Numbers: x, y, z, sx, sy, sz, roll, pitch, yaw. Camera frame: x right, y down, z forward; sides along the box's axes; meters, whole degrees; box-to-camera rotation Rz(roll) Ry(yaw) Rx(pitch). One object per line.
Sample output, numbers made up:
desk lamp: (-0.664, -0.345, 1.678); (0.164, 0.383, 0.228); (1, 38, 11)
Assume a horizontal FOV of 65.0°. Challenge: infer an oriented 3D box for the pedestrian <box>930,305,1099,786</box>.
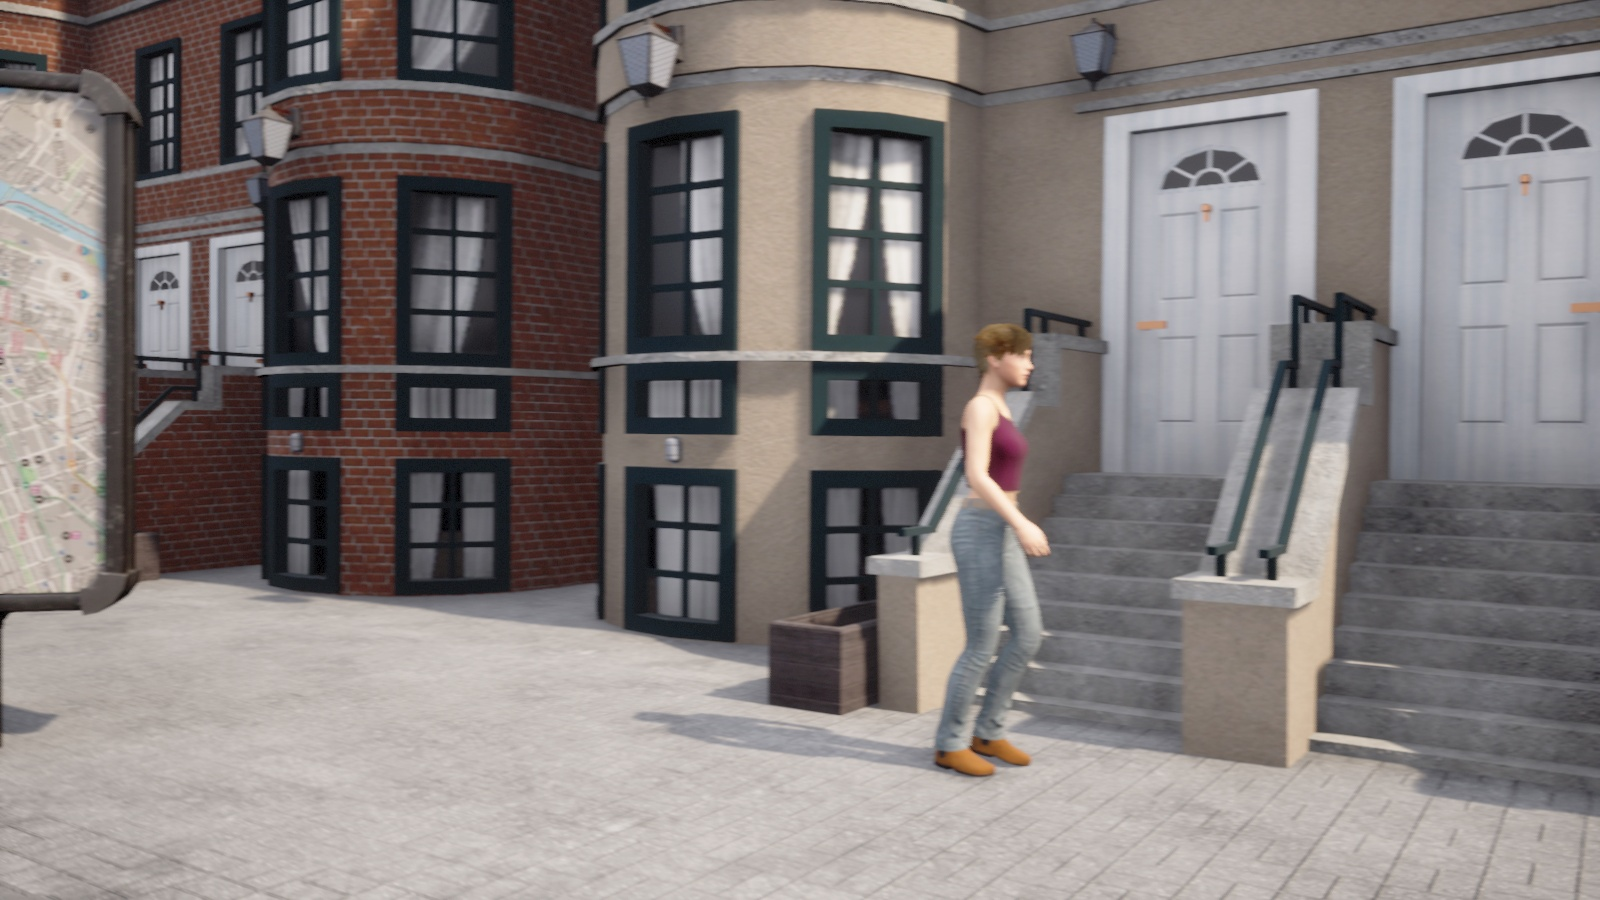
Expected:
pedestrian: (0.869, 0.364, 5.063); (0.594, 1.836, 0.345); (0, 1, 23)
